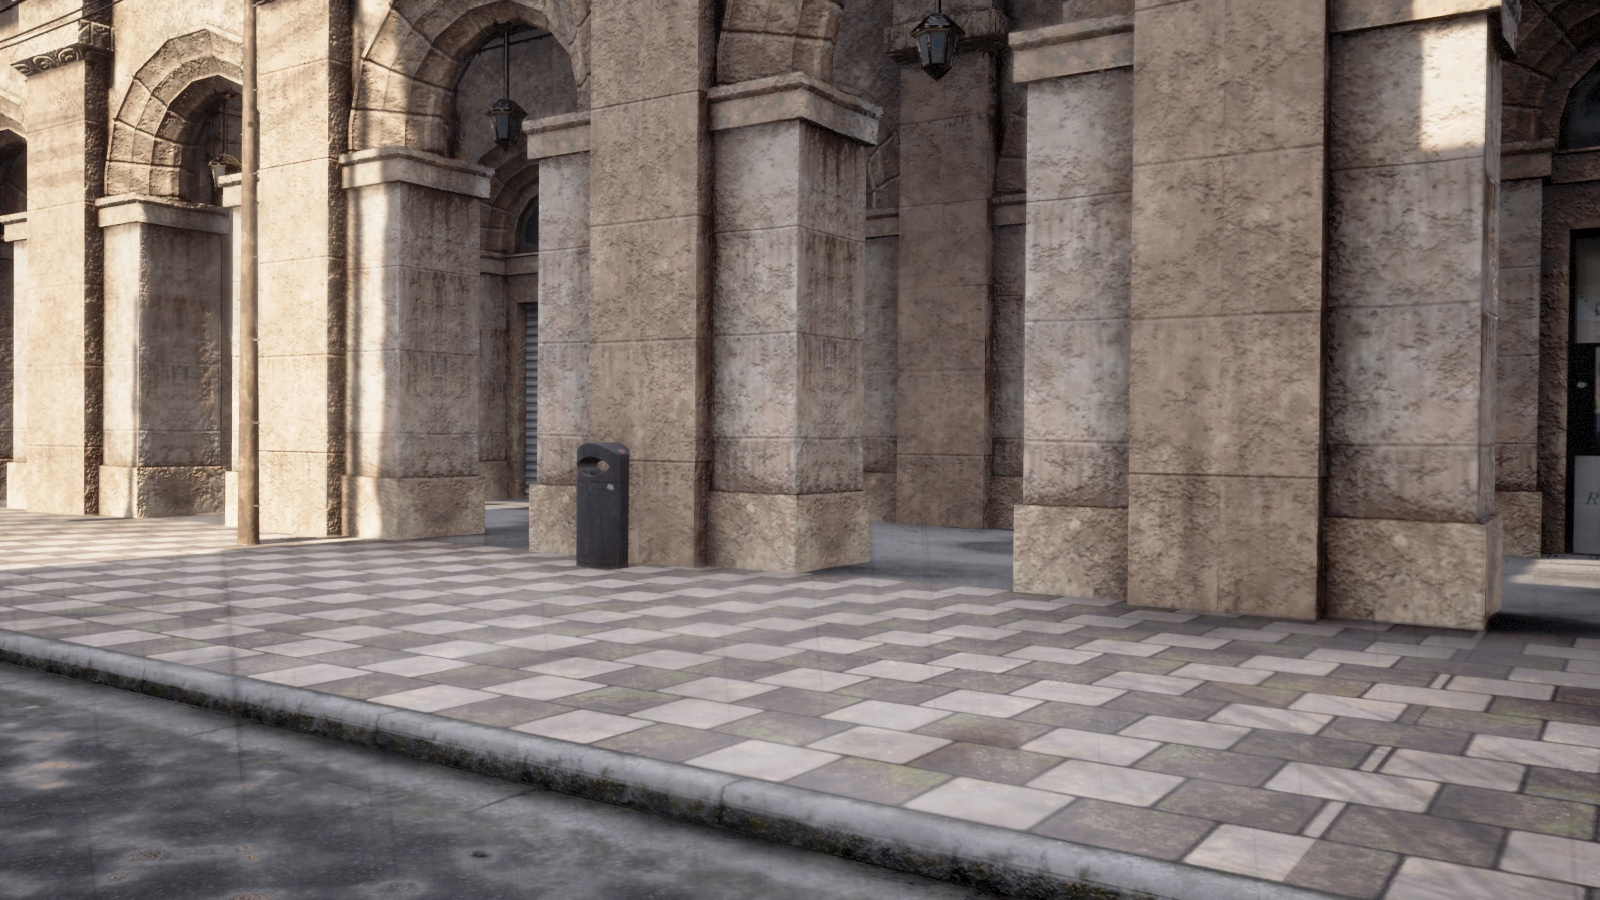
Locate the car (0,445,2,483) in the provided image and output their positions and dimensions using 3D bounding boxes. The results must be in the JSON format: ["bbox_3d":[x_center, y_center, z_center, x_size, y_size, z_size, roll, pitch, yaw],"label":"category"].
[{"bbox_3d":[-30.009,0.524,42.477,1.895,1.301,4.718,0,1,34],"label":"car"}]
